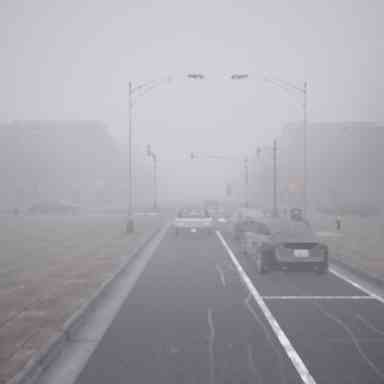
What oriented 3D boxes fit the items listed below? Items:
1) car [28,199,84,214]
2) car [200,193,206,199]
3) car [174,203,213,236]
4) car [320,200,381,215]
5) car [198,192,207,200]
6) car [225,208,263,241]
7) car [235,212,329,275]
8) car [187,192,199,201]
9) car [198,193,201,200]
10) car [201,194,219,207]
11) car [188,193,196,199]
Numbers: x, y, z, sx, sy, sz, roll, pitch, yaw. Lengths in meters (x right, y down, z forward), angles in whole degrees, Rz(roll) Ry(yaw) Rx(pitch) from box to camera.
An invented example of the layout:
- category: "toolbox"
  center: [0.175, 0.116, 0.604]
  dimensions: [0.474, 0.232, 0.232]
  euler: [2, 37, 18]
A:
- category: "car"
  center: [-12.106, 1.317, 29.710]
  dimensions: [4.674, 1.442, 1.812]
  euler: [0, 0, 0]
- category: "car"
  center: [2.624, 1.276, 50.651]
  dimensions: [1.752, 1.417, 4.829]
  euler: [0, 0, 0]
- category: "car"
  center: [0.076, 1.497, 17.734]
  dimensions: [1.895, 1.301, 4.718]
  euler: [0, 0, 0]
- category: "car"
  center: [15.413, 1.466, 32.509]
  dimensions: [5.357, 1.411, 2.033]
  euler: [0, 0, 0]
- category: "car"
  center: [2.613, 0.992, 84.559]
  dimensions: [2.192, 1.841, 5.009]
  euler: [0, 0, 0]
- category: "car"
  center: [2.636, 1.457, 15.771]
  dimensions: [2.008, 1.369, 4.403]
  euler: [0, 0, 0]
- category: "car"
  center: [2.638, 1.504, 10.096]
  dimensions: [1.947, 1.339, 4.313]
  euler: [0, 0, 0]
- category: "car"
  center: [-0.022, 1.221, 74.518]
  dimensions: [2.033, 1.411, 5.357]
  euler: [0, 0, 0]
- category: "car"
  center: [2.620, 1.282, 61.840]
  dimensions: [1.947, 1.339, 4.313]
  euler: [0, 0, 0]
- category: "car"
  center: [2.626, 1.317, 44.802]
  dimensions: [1.887, 1.381, 4.507]
  euler: [0, 0, 0]
- category: "car"
  center: [-0.025, 1.061, 84.940]
  dimensions: [1.994, 1.385, 4.181]
  euler: [0, 0, 0]
